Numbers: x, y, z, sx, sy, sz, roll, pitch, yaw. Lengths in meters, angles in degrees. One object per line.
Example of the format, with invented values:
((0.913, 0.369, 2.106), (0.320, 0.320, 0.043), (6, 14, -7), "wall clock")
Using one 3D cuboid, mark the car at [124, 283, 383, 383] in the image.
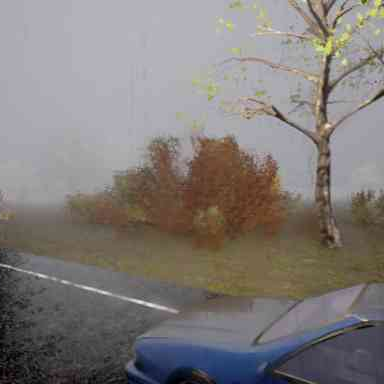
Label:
((1.902, 1.549, 2.647), (5.357, 1.411, 2.033), (0, 0, 36), "car")
